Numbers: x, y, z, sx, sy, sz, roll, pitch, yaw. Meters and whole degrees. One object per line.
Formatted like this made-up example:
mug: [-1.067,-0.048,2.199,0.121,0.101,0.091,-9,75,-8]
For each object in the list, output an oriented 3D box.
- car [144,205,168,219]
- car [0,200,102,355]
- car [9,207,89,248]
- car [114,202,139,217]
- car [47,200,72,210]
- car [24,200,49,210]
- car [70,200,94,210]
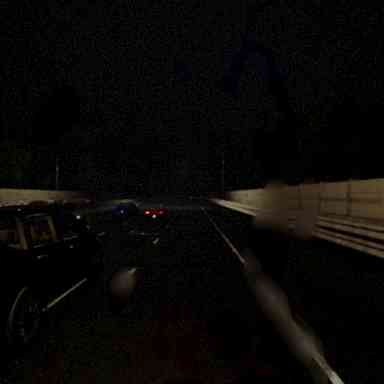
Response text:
car: [-3.403,1.914,32.250,1.895,1.301,4.718,0,-1,0]
car: [-3.406,1.283,6.332,2.150,2.045,5.566,0,-1,0]
car: [-6.903,1.641,16.792,1.882,1.535,5.008,0,-1,0]
car: [-6.904,1.821,35.435,1.882,1.535,5.008,0,-1,0]
car: [-21.061,2.005,53.091,2.128,1.511,4.902,0,0,1]
car: [-24.556,2.037,52.770,1.812,1.442,4.674,0,0,1]
car: [-17.566,2.008,53.372,2.128,1.511,4.902,0,-1,0]
